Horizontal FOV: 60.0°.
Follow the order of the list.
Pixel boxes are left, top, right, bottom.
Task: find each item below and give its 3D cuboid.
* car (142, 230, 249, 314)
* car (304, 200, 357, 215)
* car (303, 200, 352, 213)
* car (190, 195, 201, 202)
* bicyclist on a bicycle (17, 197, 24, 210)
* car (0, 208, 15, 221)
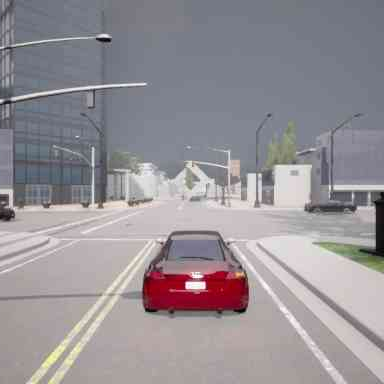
[{"bbox_3d":[0.075,1.564,7.685,1.994,1.385,4.181,0,0,0],"label":"car"},{"bbox_3d":[13.882,1.590,33.578,4.718,1.301,1.895,0,0,-1],"label":"car"},{"bbox_3d":[15.069,1.581,37.078,4.718,1.301,1.895,0,0,0],"label":"car"},{"bbox_3d":[0.785,1.524,77.306,1.812,1.442,4.674,0,0,12],"label":"car"},{"bbox_3d":[-21.975,1.466,42.578,0.582,1.620,1.656,-1,0,0],"label":"bicyclist on a bicycle"},{"bbox_3d":[-16.597,1.587,26.143,5.008,1.535,1.882,-1,0,0],"label":"car"}]
